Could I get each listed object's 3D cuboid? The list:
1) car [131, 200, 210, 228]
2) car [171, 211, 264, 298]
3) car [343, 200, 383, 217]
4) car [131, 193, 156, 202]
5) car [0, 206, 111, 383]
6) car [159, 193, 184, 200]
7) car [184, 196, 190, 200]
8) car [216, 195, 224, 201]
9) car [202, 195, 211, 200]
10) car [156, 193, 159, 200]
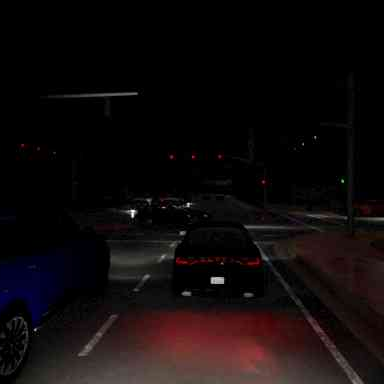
[{"bbox_3d":[-1.199,1.491,21.659,4.902,1.511,2.128,0,0,5],"label":"car"},{"bbox_3d":[0.646,1.478,8.590,1.882,1.535,5.008,0,0,4],"label":"car"},{"bbox_3d":[16.746,1.478,30.951,5.008,1.535,1.882,0,0,5],"label":"car"},{"bbox_3d":[-6.724,1.221,45.313,2.150,2.045,5.566,0,0,3],"label":"car"},{"bbox_3d":[-3.075,1.221,5.481,2.150,2.045,5.566,0,0,3],"label":"car"},{"bbox_3d":[-2.894,1.221,48.923,2.150,2.045,5.566,0,0,5],"label":"car"},{"bbox_3d":[-2.084,1.352,58.580,2.097,1.767,4.553,0,0,5],"label":"car"},{"bbox_3d":[7.156,1.552,84.781,1.994,1.385,4.181,0,0,5],"label":"car"},{"bbox_3d":[3.639,1.524,84.720,1.812,1.442,4.674,0,0,5],"label":"car"},{"bbox_3d":[-5.848,1.221,55.623,2.150,2.045,5.566,0,0,5],"label":"car"}]
